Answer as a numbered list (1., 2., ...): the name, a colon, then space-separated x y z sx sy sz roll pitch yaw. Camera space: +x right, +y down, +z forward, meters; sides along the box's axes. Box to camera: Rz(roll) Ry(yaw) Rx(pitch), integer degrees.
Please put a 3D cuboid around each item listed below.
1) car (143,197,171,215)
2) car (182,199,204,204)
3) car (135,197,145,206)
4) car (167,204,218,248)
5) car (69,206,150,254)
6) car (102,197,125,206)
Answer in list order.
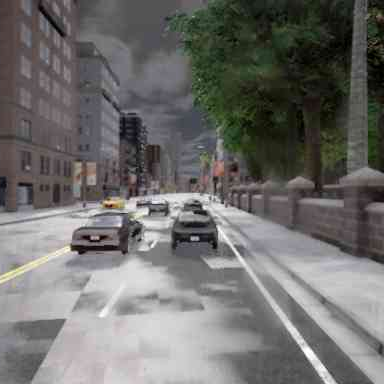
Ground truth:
1. car: -3.138 1.434 32.658 2.128 1.511 4.902 0 0 0
2. car: 0.113 1.447 32.694 1.837 1.490 4.892 0 0 0
3. car: -6.512 1.467 46.210 2.033 1.411 5.357 0 0 1
4. car: 0.106 1.478 14.616 1.837 1.490 4.892 0 0 0
5. car: -3.145 1.524 13.284 2.033 1.411 5.357 0 0 0
6. car: -9.800 1.405 41.756 1.882 1.535 5.008 0 0 0
